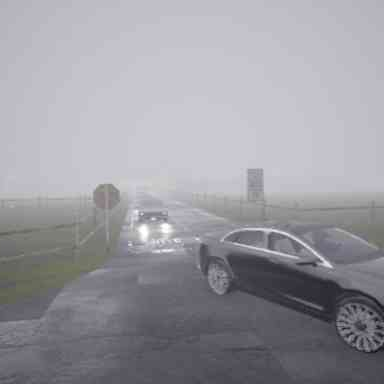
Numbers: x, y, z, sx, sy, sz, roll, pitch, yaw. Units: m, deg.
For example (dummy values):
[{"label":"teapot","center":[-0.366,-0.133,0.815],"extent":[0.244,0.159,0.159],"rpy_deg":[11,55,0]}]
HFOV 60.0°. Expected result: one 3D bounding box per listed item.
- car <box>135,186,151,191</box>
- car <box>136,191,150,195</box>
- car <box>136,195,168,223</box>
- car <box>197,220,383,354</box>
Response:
[{"label":"car","center":[-7.599,0.069,51.178],"extent":[2.150,2.045,5.566],"rpy_deg":[-1,1,-10]},{"label":"car","center":[-5.070,0.929,35.924],"extent":[1.895,1.301,4.718],"rpy_deg":[-1,1,-10]},{"label":"car","center":[-2.692,1.136,21.956],"extent":[2.033,1.411,5.357],"rpy_deg":[-1,1,-10]},{"label":"car","center":[2.040,1.317,6.032],"extent":[2.128,1.511,4.902],"rpy_deg":[-2,1,-35]}]
